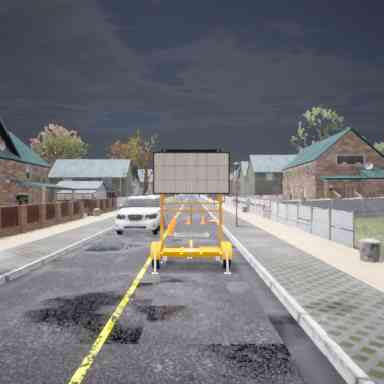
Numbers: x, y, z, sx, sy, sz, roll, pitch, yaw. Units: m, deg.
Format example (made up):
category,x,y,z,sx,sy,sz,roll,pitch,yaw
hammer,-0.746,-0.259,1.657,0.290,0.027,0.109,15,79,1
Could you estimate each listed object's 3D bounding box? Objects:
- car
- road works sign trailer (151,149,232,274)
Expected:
category,x,y,z,sx,sy,sz,roll,pitch,yaw
car,-2.790,1.226,18.943,2.150,2.045,5.566,0,0,0
road works sign trailer,-0.022,0.467,10.519,2.380,3.560,2.880,0,0,0
